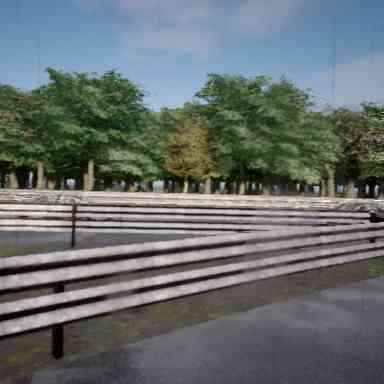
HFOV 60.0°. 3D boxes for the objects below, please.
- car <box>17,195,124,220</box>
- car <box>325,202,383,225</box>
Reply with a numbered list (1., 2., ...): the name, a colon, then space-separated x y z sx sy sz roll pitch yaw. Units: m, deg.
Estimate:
1. car: -5.806 0.890 16.168 4.902 1.511 2.128 2 1 -4
2. car: 9.294 1.299 17.100 4.902 1.511 2.128 2 1 -4
